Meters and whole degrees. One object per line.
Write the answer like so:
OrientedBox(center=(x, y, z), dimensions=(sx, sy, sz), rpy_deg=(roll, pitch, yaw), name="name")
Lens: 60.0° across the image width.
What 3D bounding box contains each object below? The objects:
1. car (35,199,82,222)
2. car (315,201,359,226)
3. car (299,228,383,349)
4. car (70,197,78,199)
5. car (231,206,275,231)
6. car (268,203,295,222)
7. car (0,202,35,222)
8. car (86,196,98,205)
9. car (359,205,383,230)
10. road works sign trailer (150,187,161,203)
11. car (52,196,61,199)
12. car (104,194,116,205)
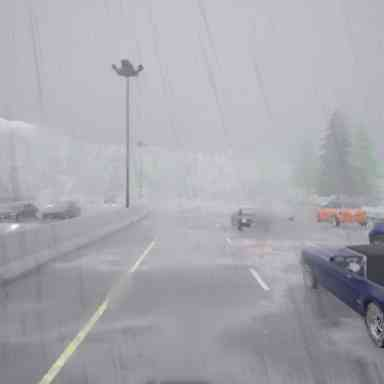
OrientedBox(center=(-10.684, 1.581, 27.514), dimensions=(1.882, 1.535, 5.008), rpy_deg=(0, 0, -1), name="car")
OrientedBox(center=(10.584, 1.442, 24.027), dimensions=(2.097, 1.767, 4.553), rpy_deg=(0, 0, 0), name="car")
OrientedBox(center=(3.595, 1.625, 6.233), dimensions=(1.895, 1.301, 4.718), rpy_deg=(0, 0, 0), name="car")
OrientedBox(center=(-23.357, 1.751, 65.509), dimensions=(1.994, 1.385, 4.181), rpy_deg=(0, 0, -16), name="car")
OrientedBox(center=(3.597, 1.681, 21.235), dimensions=(1.895, 1.301, 4.718), rpy_deg=(0, 0, 0), name="car")
OrientedBox(center=(7.052, 1.629, 27.459), dimensions=(1.812, 1.442, 4.674), rpy_deg=(0, 0, -1), name="car")
OrientedBox(center=(-14.175, 1.607, 27.192), dimensions=(1.837, 1.490, 4.892), rpy_deg=(0, 0, -1), name="car")
OrientedBox(center=(-20.278, 1.603, 67.456), dimensions=(2.097, 1.767, 4.553), rpy_deg=(0, 0, -16), name="car")
OrientedBox(center=(7.101, 1.257, 9.010), dimensions=(2.150, 2.045, 5.566), rpy_deg=(0, 0, 0), name="car")
OrientedBox(center=(-8.600, 0.752, 76.981), dimensions=(2.380, 3.560, 2.880), rpy_deg=(0, 0, -21), name="road works sign trailer")
OrientedBox(center=(-27.977, 1.677, 68.458), dimensions=(2.128, 1.511, 4.902), rpy_deg=(0, 0, -18), name="car")
OrientedBox(center=(-16.704, 1.468, 67.709), dimensions=(2.150, 2.045, 5.566), rpy_deg=(0, 0, -16), name="car")
